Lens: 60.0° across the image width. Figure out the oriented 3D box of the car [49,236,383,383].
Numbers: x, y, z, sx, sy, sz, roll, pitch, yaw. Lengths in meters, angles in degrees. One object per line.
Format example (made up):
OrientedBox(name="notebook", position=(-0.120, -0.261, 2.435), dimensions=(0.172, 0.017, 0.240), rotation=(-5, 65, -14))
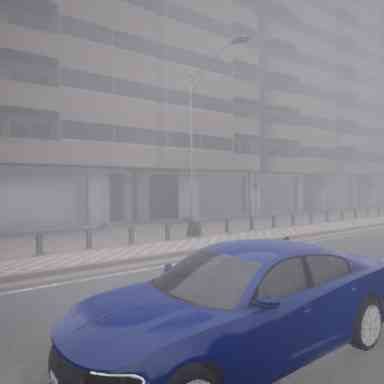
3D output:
OrientedBox(name="car", position=(0.759, 1.434, 4.509), dimensions=(5.008, 1.535, 1.882), rotation=(-1, 0, -36))
